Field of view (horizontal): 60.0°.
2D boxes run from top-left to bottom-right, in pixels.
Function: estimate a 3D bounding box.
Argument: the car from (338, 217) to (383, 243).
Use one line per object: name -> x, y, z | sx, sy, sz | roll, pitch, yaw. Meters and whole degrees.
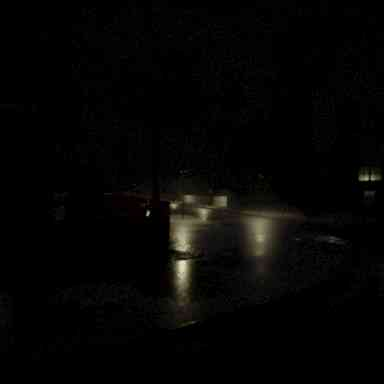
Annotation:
car -> 9.268, 1.564, 14.213 | 5.357, 1.411, 2.033 | 0, 0, 36
